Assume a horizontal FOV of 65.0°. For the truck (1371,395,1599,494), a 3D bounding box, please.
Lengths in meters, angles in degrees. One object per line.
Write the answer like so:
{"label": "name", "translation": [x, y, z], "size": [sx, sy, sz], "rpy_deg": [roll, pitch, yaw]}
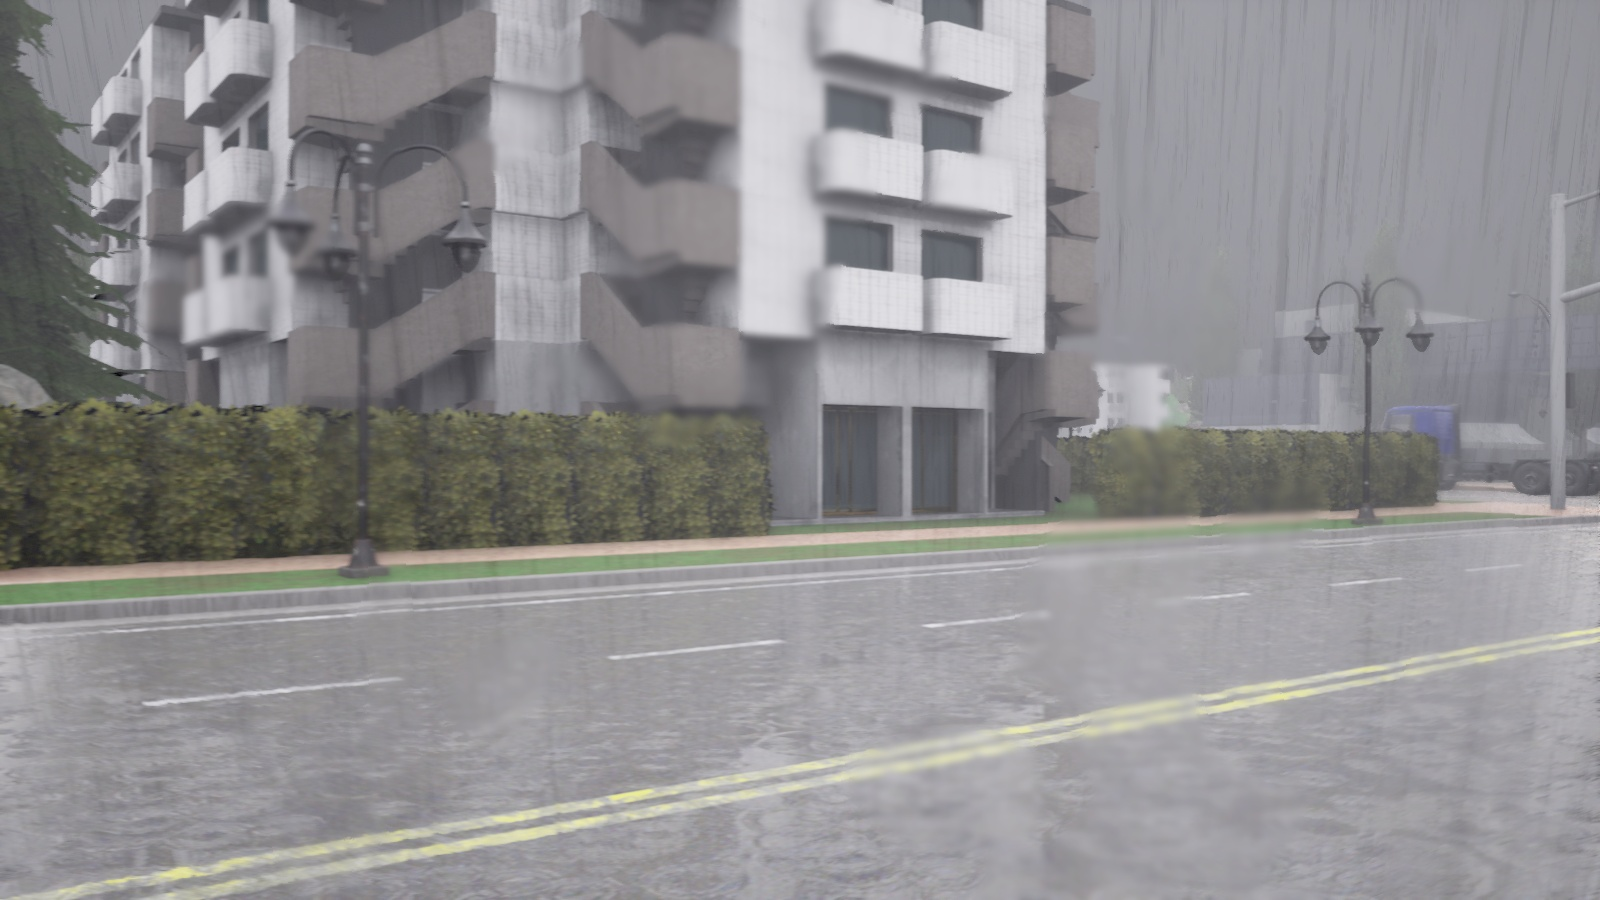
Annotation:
{"label": "truck", "translation": [26.336, -0.176, 47.683], "size": [2.891, 3.462, 7.936], "rpy_deg": [0, 0, -44]}
